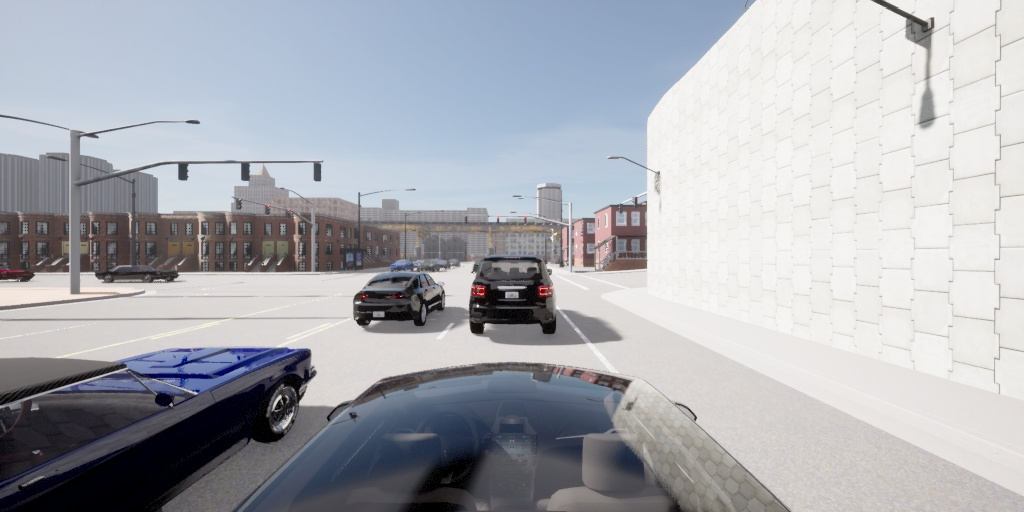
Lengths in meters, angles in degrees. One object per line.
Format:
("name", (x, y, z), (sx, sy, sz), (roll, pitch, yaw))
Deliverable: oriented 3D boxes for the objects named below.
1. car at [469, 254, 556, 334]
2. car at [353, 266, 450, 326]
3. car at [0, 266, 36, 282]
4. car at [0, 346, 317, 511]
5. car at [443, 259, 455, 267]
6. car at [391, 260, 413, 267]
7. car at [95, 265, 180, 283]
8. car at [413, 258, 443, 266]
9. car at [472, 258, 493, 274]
("car", (0.062, 0.971, 10.755), (2.150, 2.045, 5.566), (0, 0, 1))
("car", (-3.422, 1.255, 11.645), (1.837, 1.490, 4.892), (0, 0, 0))
("car", (-39.352, 1.351, 27.061), (4.718, 1.301, 1.895), (0, 0, 0))
("car", (-3.397, 1.351, 2.391), (1.895, 1.301, 4.718), (0, 0, 0))
("car", (-10.603, 1.297, 54.996), (2.033, 1.411, 5.357), (0, 0, 0))
("car", (-14.106, 1.228, 46.320), (1.882, 1.535, 5.008), (0, 0, 1))
("car", (-28.178, 1.351, 27.101), (4.718, 1.301, 1.895), (0, 0, 0))
("car", (-10.593, 1.102, 45.528), (2.097, 1.767, 4.553), (0, 0, 0))
("car", (-3.450, 1.102, 42.744), (2.097, 1.767, 4.553), (0, 0, 2))
